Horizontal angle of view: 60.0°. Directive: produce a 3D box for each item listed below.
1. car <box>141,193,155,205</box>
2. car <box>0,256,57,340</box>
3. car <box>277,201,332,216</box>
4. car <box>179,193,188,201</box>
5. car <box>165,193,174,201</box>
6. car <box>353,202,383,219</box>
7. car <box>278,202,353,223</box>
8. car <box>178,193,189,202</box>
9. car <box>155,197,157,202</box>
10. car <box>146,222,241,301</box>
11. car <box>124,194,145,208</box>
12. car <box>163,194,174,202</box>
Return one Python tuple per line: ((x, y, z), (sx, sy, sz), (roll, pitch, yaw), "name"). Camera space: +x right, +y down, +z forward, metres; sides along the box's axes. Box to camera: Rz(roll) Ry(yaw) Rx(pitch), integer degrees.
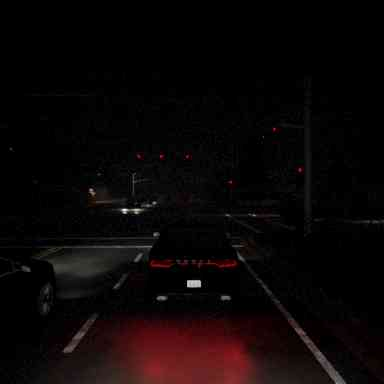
((-8.635, 1.223, 61.057), (2.150, 2.045, 5.566), (0, 0, -1), "car")
((-3.468, 1.492, 4.386), (2.128, 1.511, 4.902), (0, 0, 0), "car")
((10.865, 1.601, 32.348), (4.718, 1.301, 1.895), (0, 0, -2), "car")
((-2.183, 1.225, 84.975), (2.150, 2.045, 5.566), (0, 0, -1), "car")
((-5.689, 1.269, 85.147), (2.097, 1.767, 4.553), (0, 0, -1), "car")
((14.761, 1.564, 28.959), (4.181, 1.385, 1.994), (0, 0, -2), "car")
((9.081, 1.491, 25.191), (4.902, 1.511, 2.128), (0, 0, 0), "car")
((-1.901, 1.225, 74.242), (2.150, 2.045, 5.566), (0, 0, -1), "car")
((-8.916, 1.539, 74.499), (1.994, 1.385, 4.181), (0, 0, -1), "car")
((0.001, 1.478, 8.378), (1.882, 1.535, 5.008), (0, 0, -1), "car")
((-8.307, 1.477, 47.115), (1.882, 1.535, 5.008), (0, 0, -1), "car")
((-5.416, 1.533, 74.542), (2.033, 1.411, 5.357), (0, 0, -1), "car")
